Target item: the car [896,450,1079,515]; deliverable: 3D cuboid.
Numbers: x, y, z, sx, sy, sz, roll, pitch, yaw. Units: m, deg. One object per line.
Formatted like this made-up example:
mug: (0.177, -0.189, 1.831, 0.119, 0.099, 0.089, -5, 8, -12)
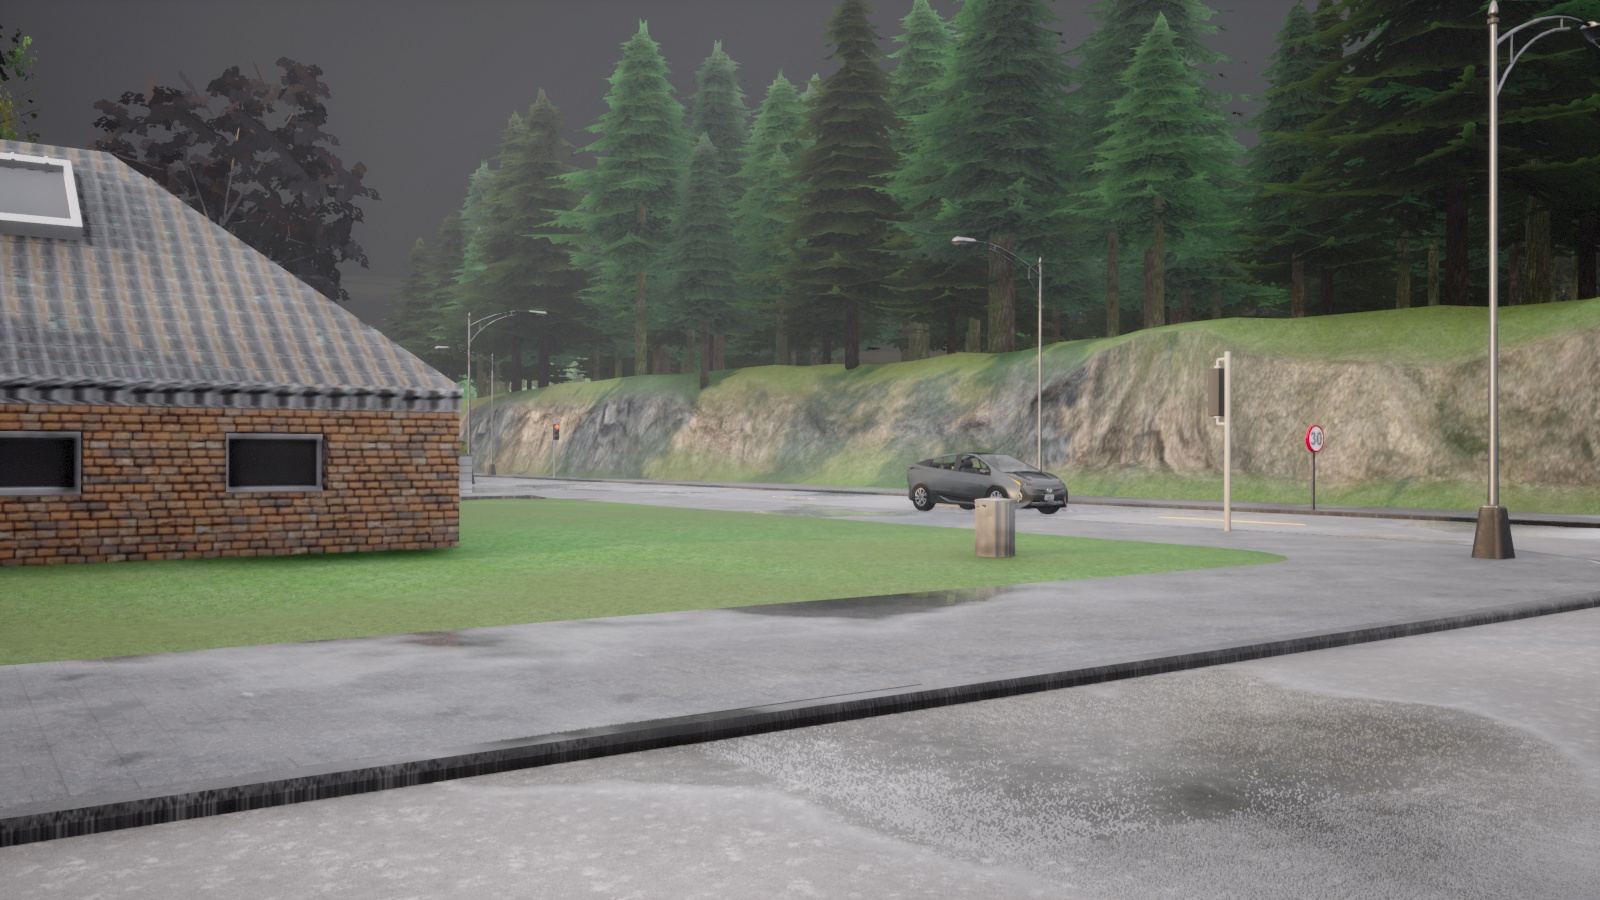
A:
car: (4.616, 0.758, 31.520, 2.007, 1.525, 4.514, 0, 0, -35)
